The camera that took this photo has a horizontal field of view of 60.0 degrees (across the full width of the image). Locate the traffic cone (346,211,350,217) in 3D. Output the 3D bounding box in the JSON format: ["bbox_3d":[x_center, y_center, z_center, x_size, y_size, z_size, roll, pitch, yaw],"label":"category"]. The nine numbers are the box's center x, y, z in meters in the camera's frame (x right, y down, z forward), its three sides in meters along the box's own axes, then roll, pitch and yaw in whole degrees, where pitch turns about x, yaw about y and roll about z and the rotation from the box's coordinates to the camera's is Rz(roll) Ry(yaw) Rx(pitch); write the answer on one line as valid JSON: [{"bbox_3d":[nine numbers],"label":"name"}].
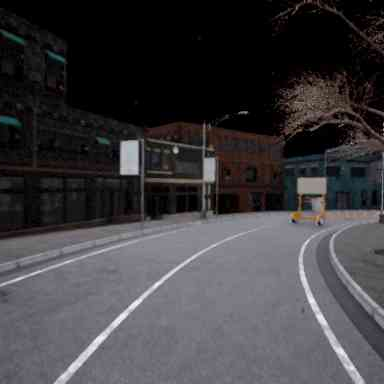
[{"bbox_3d":[15.752,2.188,33.719,0.340,0.580,0.340,1,1,-44],"label":"traffic cone"}]

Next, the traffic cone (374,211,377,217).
[{"bbox_3d":[18.580,2.264,33.674,0.340,0.580,0.340,1,1,-44],"label":"traffic cone"}]

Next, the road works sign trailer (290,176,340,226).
[{"bbox_3d":[9.059,0.593,24.966,2.880,3.560,2.380,1,0,-43],"label":"road works sign trailer"}]

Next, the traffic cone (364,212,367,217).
[{"bbox_3d":[17.884,2.238,34.392,0.340,0.580,0.340,1,1,-44],"label":"traffic cone"}]
